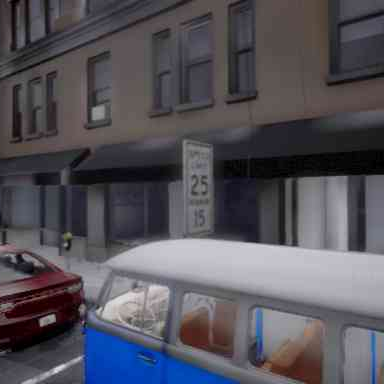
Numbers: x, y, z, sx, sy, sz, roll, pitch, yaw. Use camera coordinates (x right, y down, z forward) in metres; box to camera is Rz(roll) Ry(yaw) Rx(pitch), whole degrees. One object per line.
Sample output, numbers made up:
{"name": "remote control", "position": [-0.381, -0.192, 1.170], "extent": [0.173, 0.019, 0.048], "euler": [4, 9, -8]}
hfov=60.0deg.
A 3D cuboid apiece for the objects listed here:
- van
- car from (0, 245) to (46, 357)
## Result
{"name": "van", "position": [0.855, 1.347, 2.465], "extent": [3.998, 1.788, 1.690], "euler": [-1, 0, 35]}
{"name": "car", "position": [-3.751, 1.603, 5.751], "extent": [4.507, 1.381, 1.887], "euler": [-1, 0, 35]}
